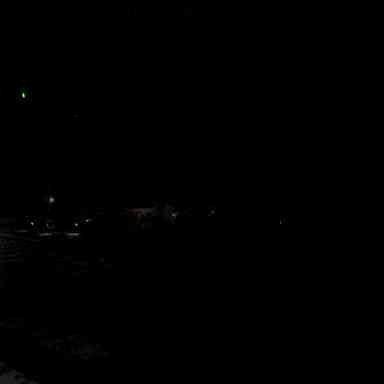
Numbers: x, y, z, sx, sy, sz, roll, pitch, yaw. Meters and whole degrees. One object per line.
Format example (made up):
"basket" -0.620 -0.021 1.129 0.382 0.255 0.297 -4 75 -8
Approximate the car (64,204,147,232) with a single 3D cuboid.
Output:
"car" -5.328 1.632 21.139 1.812 1.442 4.674 1 0 35

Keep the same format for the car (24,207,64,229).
"car" -8.542 1.652 22.229 1.895 1.301 4.718 1 0 35

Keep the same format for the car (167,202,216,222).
"car" 0.023 1.677 28.706 2.128 1.511 4.902 1 0 35

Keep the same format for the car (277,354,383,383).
"car" 2.408 1.545 1.243 4.507 1.381 1.887 0 1 35

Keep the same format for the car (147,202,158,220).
"car" -3.406 1.653 29.486 1.812 1.442 4.674 1 0 35

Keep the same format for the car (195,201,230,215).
"car" 2.348 1.777 37.596 1.994 1.385 4.181 1 0 36
